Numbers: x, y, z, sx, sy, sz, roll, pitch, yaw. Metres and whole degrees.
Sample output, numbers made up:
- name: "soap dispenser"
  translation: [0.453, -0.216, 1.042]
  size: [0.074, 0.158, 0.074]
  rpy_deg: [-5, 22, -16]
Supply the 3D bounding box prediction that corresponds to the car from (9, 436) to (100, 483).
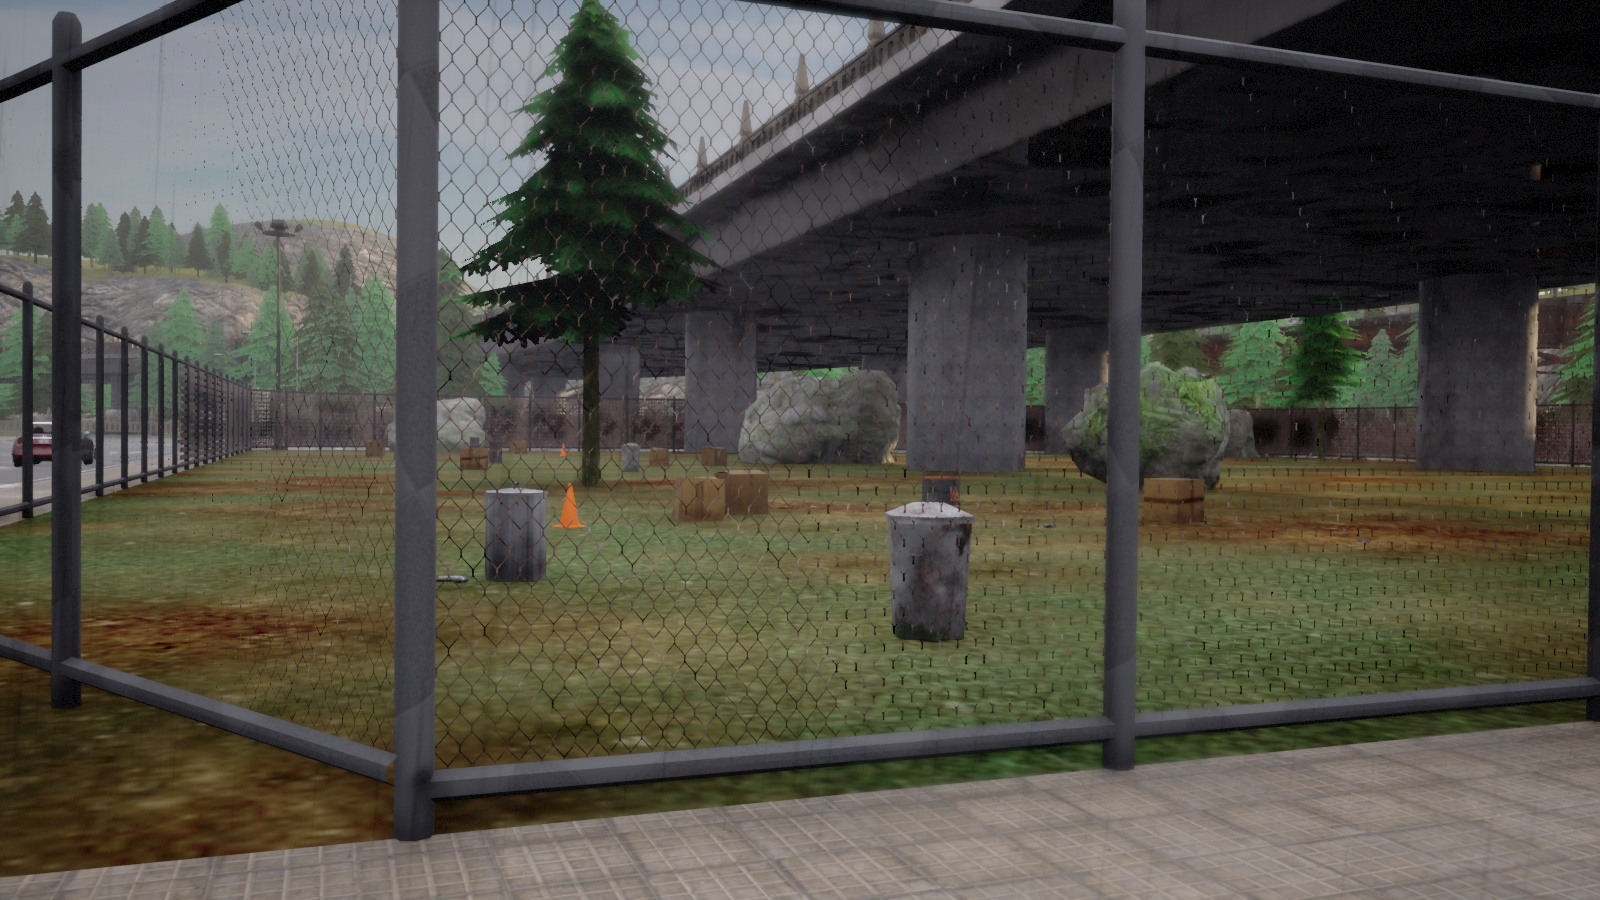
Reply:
- name: "car"
  translation: [-25.140, 0.289, 42.454]
  size: [1.970, 1.475, 3.806]
  rpy_deg: [-1, 1, -20]
